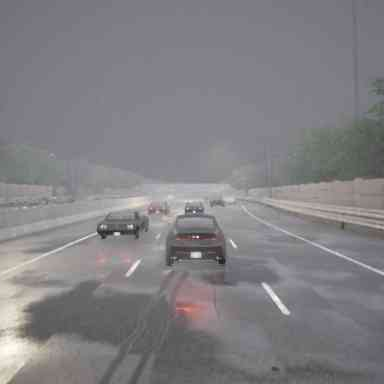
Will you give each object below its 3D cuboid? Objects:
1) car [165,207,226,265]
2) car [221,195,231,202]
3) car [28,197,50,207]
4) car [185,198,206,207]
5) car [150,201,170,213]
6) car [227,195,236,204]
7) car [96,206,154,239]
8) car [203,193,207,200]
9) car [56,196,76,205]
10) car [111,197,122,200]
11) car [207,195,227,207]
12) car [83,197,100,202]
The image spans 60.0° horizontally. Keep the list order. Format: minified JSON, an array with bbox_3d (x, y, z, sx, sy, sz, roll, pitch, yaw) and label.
[{"bbox_3d":[0.121,1.504,11.682,1.837,1.490,4.892,0,0,0],"label":"car"},{"bbox_3d":[7.595,1.383,74.635,1.882,1.535,5.008,0,0,1],"label":"car"},{"bbox_3d":[-23.584,1.513,51.533,1.837,1.490,4.892,0,0,-2],"label":"car"},{"bbox_3d":[0.233,1.602,34.067,1.895,1.301,4.718,0,0,0],"label":"car"},{"bbox_3d":[-3.268,1.602,34.031,1.895,1.301,4.718,0,0,0],"label":"car"},{"bbox_3d":[7.313,1.558,63.415,1.812,1.442,4.674,0,0,2],"label":"car"},{"bbox_3d":[-3.361,1.600,17.179,1.895,1.301,4.718,0,0,0],"label":"car"},{"bbox_3d":[4.328,1.650,88.374,1.994,1.385,4.181,0,0,1],"label":"car"},{"bbox_3d":[-20.721,1.516,55.062,1.837,1.490,4.892,0,0,1],"label":"car"},{"bbox_3d":[-13.646,1.622,59.727,1.895,1.301,4.718,0,0,1],"label":"car"},{"bbox_3d":[3.791,1.344,51.693,2.097,1.767,4.553,0,0,1],"label":"car"},{"bbox_3d":[-17.186,1.542,57.186,1.812,1.442,4.674,0,0,1],"label":"car"}]
